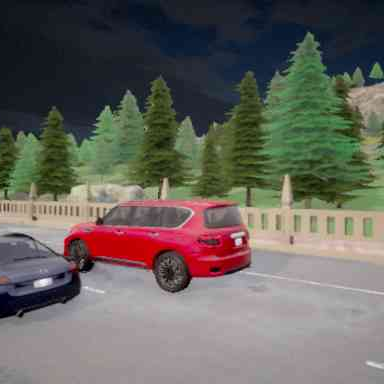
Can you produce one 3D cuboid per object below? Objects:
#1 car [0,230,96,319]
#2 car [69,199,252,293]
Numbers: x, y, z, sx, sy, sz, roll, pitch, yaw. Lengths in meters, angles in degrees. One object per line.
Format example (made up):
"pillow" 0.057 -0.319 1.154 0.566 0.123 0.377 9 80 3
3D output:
"car" -4.249 1.562 7.004 4.181 1.385 1.994 0 0 35
"car" -1.130 1.217 9.082 5.566 2.045 2.150 0 0 35
